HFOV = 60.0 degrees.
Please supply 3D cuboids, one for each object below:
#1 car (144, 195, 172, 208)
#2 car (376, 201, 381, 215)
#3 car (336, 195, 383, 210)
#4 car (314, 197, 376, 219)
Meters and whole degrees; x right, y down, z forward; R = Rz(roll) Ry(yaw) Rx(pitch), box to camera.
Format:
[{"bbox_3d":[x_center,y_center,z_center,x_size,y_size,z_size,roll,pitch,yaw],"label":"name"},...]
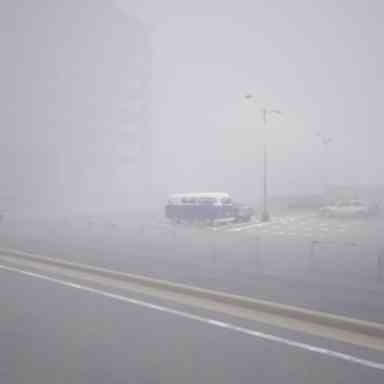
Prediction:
[{"bbox_3d":[-6.093,1.367,56.692,2.097,1.767,4.553,0,0,36],"label":"car"},{"bbox_3d":[13.891,1.373,28.880,3.905,1.438,1.784,0,0,36],"label":"car"},{"bbox_3d":[15.416,1.163,31.089,4.605,1.855,1.932,0,0,36],"label":"car"},{"bbox_3d":[12.200,1.405,26.530,3.806,1.475,1.970,0,0,36],"label":"car"}]
